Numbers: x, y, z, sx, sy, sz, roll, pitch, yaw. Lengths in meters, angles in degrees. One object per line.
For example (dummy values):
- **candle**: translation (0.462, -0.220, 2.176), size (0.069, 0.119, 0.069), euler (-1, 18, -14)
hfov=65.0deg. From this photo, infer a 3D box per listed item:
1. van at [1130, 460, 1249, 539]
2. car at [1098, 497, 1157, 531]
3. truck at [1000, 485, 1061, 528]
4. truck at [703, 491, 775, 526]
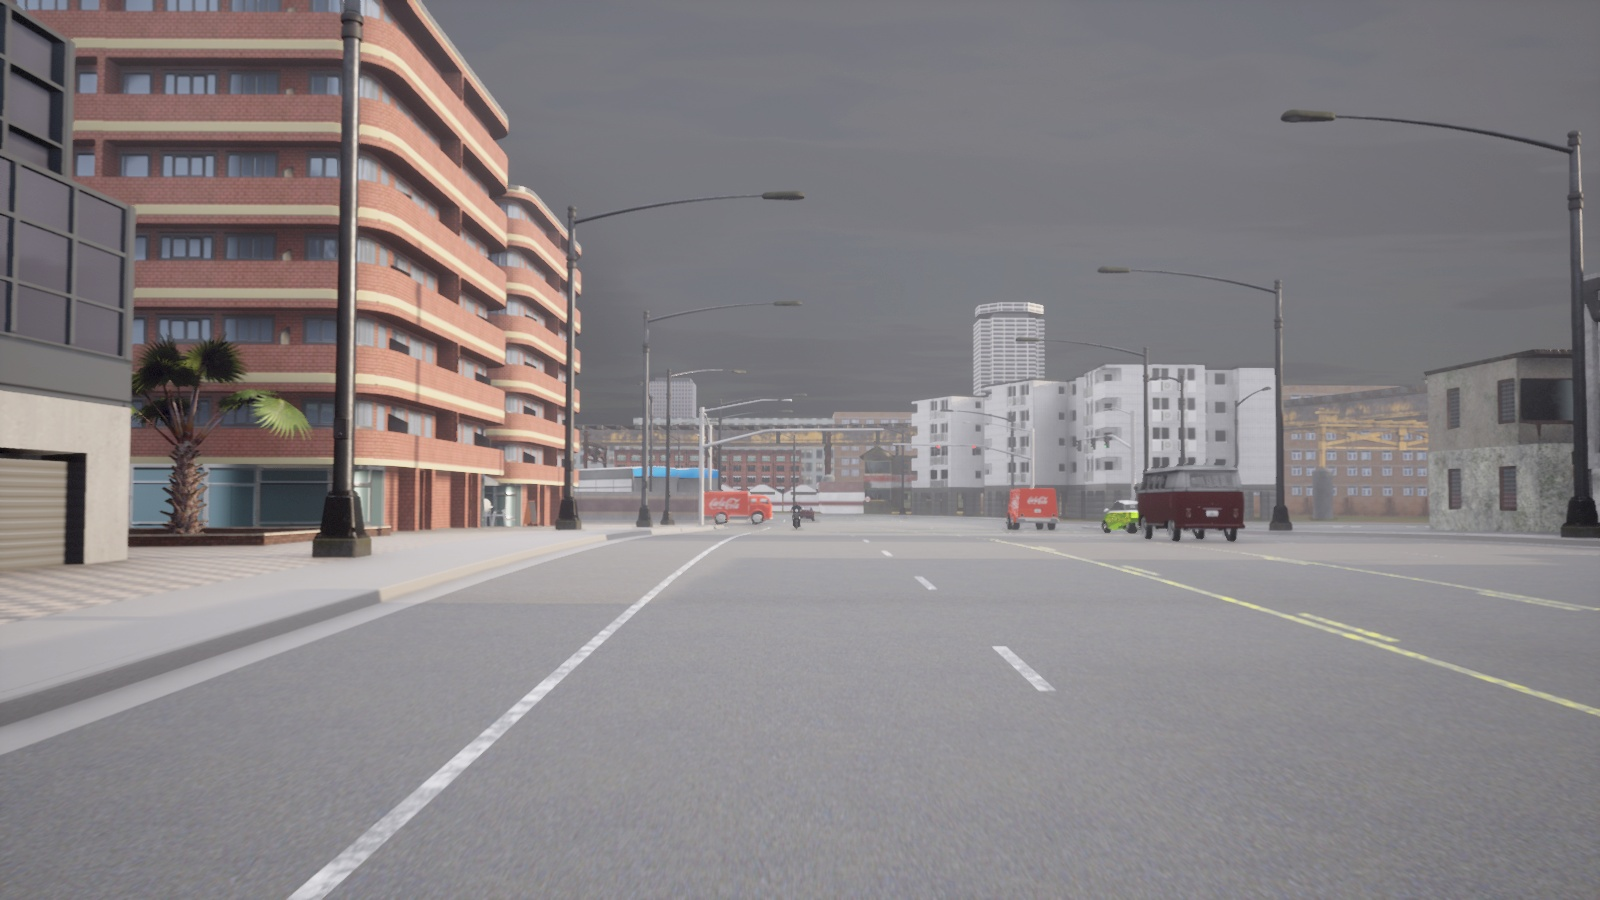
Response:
- **van**: translation (10.419, 1.351, 33.943), size (1.775, 1.987, 4.442), euler (0, -3, 0)
- **car**: translation (13.468, 2.636, 51.753), size (1.481, 1.376, 2.207), euler (1, -3, -13)
- **truck**: translation (13.832, 3.438, 75.621), size (2.627, 2.467, 5.204), euler (0, -3, -1)
- **truck**: translation (-4.482, 4.320, 92.982), size (5.204, 2.467, 2.627), euler (-1, -2, -1)
